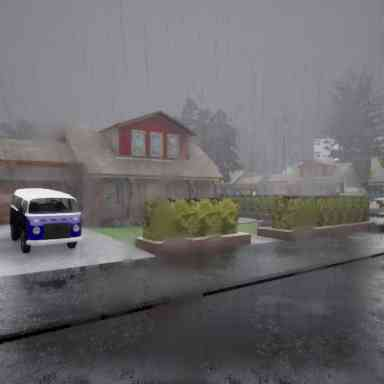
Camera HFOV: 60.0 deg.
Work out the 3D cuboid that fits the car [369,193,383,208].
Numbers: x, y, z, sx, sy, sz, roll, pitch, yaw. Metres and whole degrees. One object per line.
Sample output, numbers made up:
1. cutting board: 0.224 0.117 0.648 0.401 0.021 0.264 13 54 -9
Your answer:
1. car: 23.743 0.986 40.873 3.866 1.878 1.905 0 0 -1
